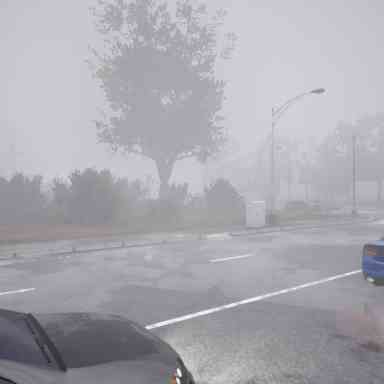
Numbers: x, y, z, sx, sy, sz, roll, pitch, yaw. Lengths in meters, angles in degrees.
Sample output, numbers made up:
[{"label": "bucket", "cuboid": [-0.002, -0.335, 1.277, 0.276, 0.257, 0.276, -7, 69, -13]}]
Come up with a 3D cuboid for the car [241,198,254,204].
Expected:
[{"label": "car", "cuboid": [7.922, 1.327, 53.327, 2.097, 1.767, 4.553, 0, 0, -33]}]

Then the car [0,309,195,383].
[{"label": "car", "cuboid": [-1.975, 1.564, 2.329, 4.181, 1.385, 1.994, 0, 0, -36]}]

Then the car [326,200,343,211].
[{"label": "car", "cuboid": [15.953, 1.599, 40.833, 1.895, 1.301, 4.718, 0, 0, -33]}]

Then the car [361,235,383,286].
[{"label": "car", "cuboid": [6.159, 1.477, 8.178, 5.008, 1.535, 1.882, 0, 0, -36]}]

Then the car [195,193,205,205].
[{"label": "car", "cuboid": [2.343, 1.179, 55.454, 2.150, 2.045, 5.566, 0, 0, -34]}]

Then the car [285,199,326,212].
[{"label": "car", "cuboid": [12.945, 1.561, 39.038, 1.994, 1.385, 4.181, 0, 0, -32]}]
